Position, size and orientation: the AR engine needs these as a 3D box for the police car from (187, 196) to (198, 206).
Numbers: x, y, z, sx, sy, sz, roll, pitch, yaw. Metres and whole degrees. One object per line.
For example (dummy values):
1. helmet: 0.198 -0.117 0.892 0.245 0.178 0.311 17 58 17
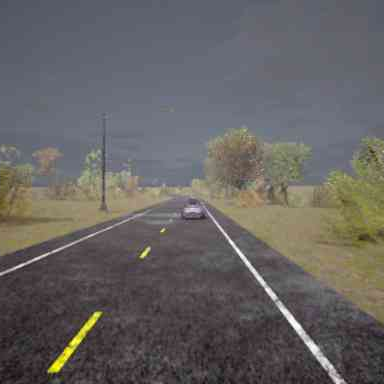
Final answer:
1. police car: 0.097 1.470 56.780 1.930 1.638 5.238 0 0 0

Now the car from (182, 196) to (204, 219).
1. car: 0.089 1.450 29.654 2.033 1.649 4.856 0 0 1
